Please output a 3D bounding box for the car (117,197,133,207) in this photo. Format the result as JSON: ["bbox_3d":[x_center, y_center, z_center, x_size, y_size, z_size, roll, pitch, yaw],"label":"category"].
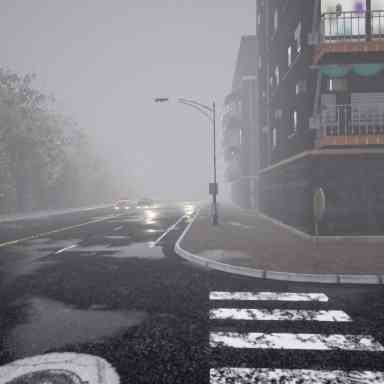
[{"bbox_3d":[-10.681,1.525,53.810,1.882,1.535,5.008,-1,0,3],"label":"car"}]

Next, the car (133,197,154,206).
[{"bbox_3d":[-7.435,1.551,53.623,2.033,1.411,5.357,-1,0,3],"label":"car"}]
